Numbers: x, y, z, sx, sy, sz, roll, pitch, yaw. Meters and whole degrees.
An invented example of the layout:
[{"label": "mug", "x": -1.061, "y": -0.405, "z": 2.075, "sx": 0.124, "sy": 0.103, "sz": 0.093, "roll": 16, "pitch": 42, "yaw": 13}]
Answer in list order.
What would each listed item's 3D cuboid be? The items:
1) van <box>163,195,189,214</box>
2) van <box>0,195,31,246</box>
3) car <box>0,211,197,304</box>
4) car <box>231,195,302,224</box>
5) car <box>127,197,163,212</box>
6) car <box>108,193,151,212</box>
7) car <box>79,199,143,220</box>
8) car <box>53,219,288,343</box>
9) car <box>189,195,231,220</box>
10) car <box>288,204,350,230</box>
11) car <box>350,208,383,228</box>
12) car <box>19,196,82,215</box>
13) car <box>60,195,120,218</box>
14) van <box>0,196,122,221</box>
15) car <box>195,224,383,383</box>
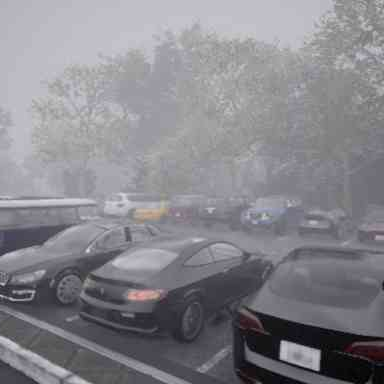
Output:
[{"label": "van", "x": 0.355, "y": 1.182, "z": 22.509, "sx": 1.878, "sy": 1.987, "sz": 4.442, "roll": 1, "pitch": 0, "yaw": 35}, {"label": "van", "x": -9.044, "y": 1.159, "z": 13.142, "sx": 1.878, "sy": 1.987, "sz": 4.442, "roll": 1, "pitch": 0, "yaw": 35}, {"label": "car", "x": -2.251, "y": 1.469, "z": 8.182, "sx": 2.231, "sy": 1.521, "sz": 4.892, "roll": 1, "pitch": 0, "yaw": 35}, {"label": "car", "x": 4.799, "y": 1.211, "z": 19.175, "sx": 2.435, "sy": 2.045, "sz": 5.566, "roll": 1, "pitch": 0, "yaw": 35}, {"label": "car", "x": -1.868, "y": 1.375, "z": 24.173, "sx": 1.946, "sy": 1.575, "sz": 5.366, "roll": 1, "pitch": 0, "yaw": 35}, {"label": "car", "x": -4.220, "y": 1.097, "z": 25.651, "sx": 2.435, "sy": 2.045, "sz": 5.566, "roll": 1, "pitch": 0, "yaw": 35}, {"label": "car", "x": -6.519, "y": 1.349, "z": 27.213, "sx": 2.163, "sy": 1.488, "sz": 4.792, "roll": 1, "pitch": 0, "yaw": 35}, {"label": "car", "x": 0.029, "y": 1.531, "z": 6.551, "sx": 2.002, "sy": 1.452, "sz": 4.674, "roll": 1, "pitch": 0, "yaw": 35}, {"label": "car", "x": 2.568, "y": 1.186, "z": 20.829, "sx": 2.435, "sy": 2.045, "sz": 5.566, "roll": 1, "pitch": 0, "yaw": 35}, {"label": "car", "x": 7.092, "y": 1.514, "z": 17.616, "sx": 2.163, "sy": 1.488, "sz": 4.792, "roll": 1, "pitch": 0, "yaw": 35}, {"label": "car", "x": 9.327, "y": 1.536, "z": 15.957, "sx": 2.163, "sy": 1.488, "sz": 4.792, "roll": 1, "pitch": 0, "yaw": 35}, {"label": "car", "x": -13.398, "y": 1.227, "z": 31.907, "sx": 1.946, "sy": 1.575, "sz": 5.366, "roll": 1, "pitch": 0, "yaw": 35}, {"label": "car", "x": -8.747, "y": 1.164, "z": 28.869, "sx": 2.185, "sy": 1.767, "sz": 4.553, "roll": 1, "pitch": 0, "yaw": 35}, {"label": "van", "x": -4.475, "y": 1.219, "z": 9.896, "sx": 1.878, "sy": 1.987, "sz": 4.442, "roll": 1, "pitch": 0, "yaw": 35}, {"label": "car", "x": 2.336, "y": 1.540, "z": 4.951, "sx": 2.163, "sy": 1.488, "sz": 4.792, "roll": 0, "pitch": 0, "yaw": 35}]
